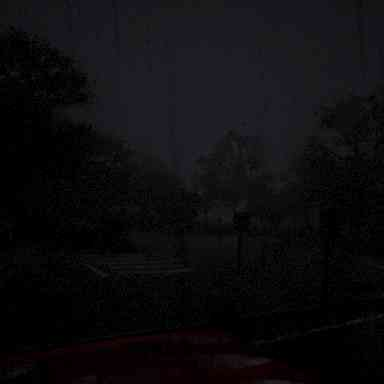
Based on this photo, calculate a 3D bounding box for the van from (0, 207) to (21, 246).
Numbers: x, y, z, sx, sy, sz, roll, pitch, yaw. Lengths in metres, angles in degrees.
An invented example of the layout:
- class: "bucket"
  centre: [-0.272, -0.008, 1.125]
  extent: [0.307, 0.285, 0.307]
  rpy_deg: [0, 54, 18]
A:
- class: "van"
  centre: [-11.017, 1.870, 18.742]
  extent: [1.878, 1.987, 4.442]
  rpy_deg: [9, -5, -35]
